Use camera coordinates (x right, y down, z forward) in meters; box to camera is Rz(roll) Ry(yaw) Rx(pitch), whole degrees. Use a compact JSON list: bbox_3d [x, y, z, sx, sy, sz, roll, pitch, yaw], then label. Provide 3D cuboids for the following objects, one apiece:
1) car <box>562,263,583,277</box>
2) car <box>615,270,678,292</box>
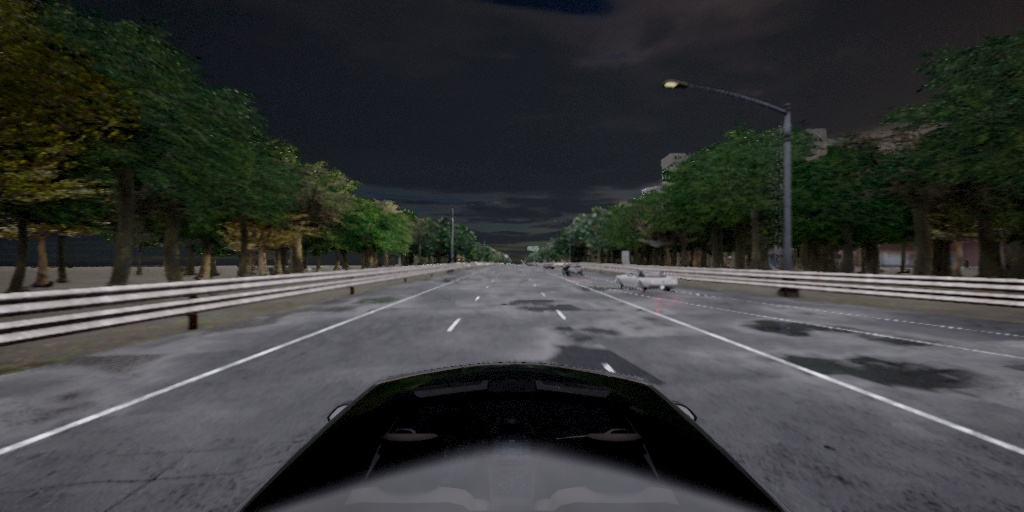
[{"bbox_3d":[7.031,1.606,41.987,2.128,1.511,4.902,0,-1,0],"label":"car"},{"bbox_3d":[8.409,1.554,23.015,1.895,1.301,4.718,0,-1,-9],"label":"car"}]
